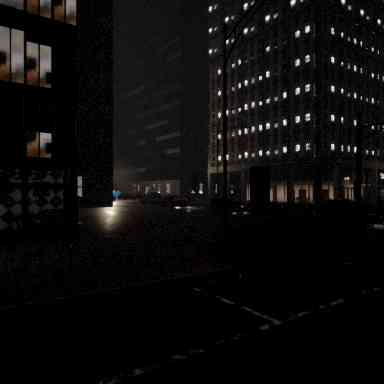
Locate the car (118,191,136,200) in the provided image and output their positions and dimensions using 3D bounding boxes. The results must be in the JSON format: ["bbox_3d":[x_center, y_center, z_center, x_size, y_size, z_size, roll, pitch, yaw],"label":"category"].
[{"bbox_3d":[-13.127,0.876,65.724,1.994,1.385,4.181,0,1,-36],"label":"car"}]

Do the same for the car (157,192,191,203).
[{"bbox_3d":[-2.399,1.059,45.070,1.882,1.535,5.008,0,1,-34],"label":"car"}]

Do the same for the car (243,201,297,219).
[{"bbox_3d":[6.401,1.399,26.551,1.802,1.307,4.206,1,0,-32],"label":"car"}]

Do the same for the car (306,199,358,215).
[{"bbox_3d":[13.020,1.377,31.244,1.802,1.307,4.206,1,0,-32],"label":"car"}]

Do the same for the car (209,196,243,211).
[{"bbox_3d":[3.746,1.203,35.510,2.128,1.511,4.902,0,1,-32],"label":"car"}]

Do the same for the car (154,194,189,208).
[{"bbox_3d":[-2.496,1.212,40.507,1.802,1.307,4.206,1,0,-33],"label":"car"}]

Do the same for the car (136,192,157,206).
[{"bbox_3d":[-5.445,1.094,45.003,1.752,1.417,4.829,1,0,-33],"label":"car"}]

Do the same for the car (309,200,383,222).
[{"bbox_3d":[11.188,1.369,24.052,1.837,1.490,4.892,0,1,-35],"label":"car"}]

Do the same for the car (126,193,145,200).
[{"bbox_3d":[-11.522,0.865,67.789,1.947,1.339,4.313,1,0,-36],"label":"car"}]

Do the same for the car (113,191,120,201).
[{"bbox_3d":[-14.992,0.920,58.883,1.887,1.381,4.507,1,0,-35],"label":"car"}]

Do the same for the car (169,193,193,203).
[{"bbox_3d":[-1.876,0.927,54.343,1.967,1.590,4.097,1,0,-35],"label":"car"}]

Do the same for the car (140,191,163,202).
[{"bbox_3d":[-7.059,0.784,57.191,2.097,1.767,4.553,0,1,-34],"label":"car"}]
